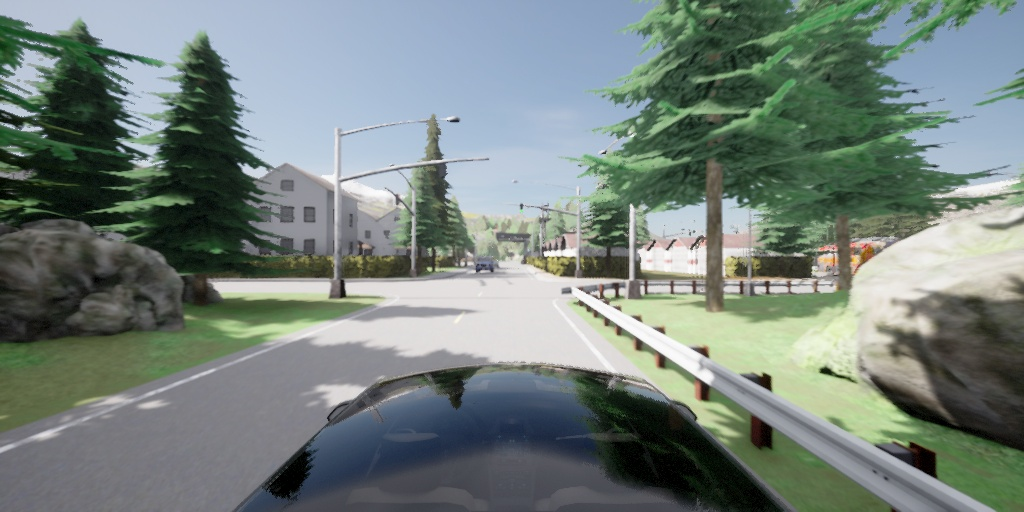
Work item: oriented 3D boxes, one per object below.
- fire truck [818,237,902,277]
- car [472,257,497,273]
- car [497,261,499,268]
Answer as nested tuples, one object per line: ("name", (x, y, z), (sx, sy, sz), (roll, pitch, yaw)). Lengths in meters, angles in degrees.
("fire truck", (33.731, 0.228, 34.360), (2.891, 3.827, 8.468), (0, 0, 8))
("car", (-3.444, 1.104, 46.188), (2.150, 2.045, 5.566), (0, 0, 0))
("car", (-3.303, 1.485, 64.963), (1.812, 1.442, 4.674), (0, 0, 0))
